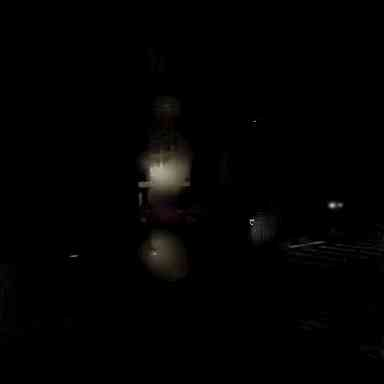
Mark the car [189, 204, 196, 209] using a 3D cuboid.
[{"bbox_3d":[0.288,1.804,31.705,1.752,1.417,4.829,-1,0,-36],"label":"car"}]

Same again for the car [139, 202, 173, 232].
[{"bbox_3d":[-3.353,1.706,22.132,1.967,1.590,4.097,-1,0,-36],"label":"car"}]

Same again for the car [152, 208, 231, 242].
[{"bbox_3d":[-0.150,1.778,17.652,1.802,1.307,4.206,-1,0,-36],"label":"car"}]

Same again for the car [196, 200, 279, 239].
[{"bbox_3d":[2.580,1.518,18.394,2.097,1.767,4.553,0,0,-35],"label":"car"}]

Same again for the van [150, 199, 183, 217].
[{"bbox_3d":[-2.816,1.689,36.045,1.690,1.788,3.998,-1,0,-36],"label":"van"}]

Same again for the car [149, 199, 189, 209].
[{"bbox_3d":[-2.593,1.630,25.668,2.097,1.767,4.553,0,0,-36],"label":"car"}]
